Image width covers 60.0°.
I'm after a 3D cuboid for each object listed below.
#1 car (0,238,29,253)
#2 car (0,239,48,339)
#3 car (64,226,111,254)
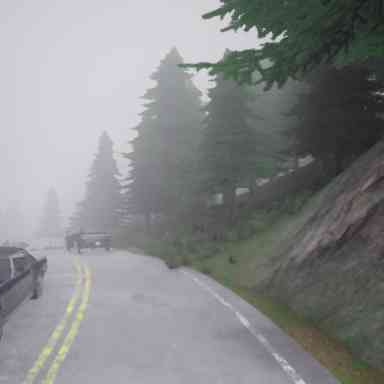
[{"bbox_3d":[-18.446,5.551,34.278,1.895,1.301,4.718,4,-11,-38],"label":"car"},{"bbox_3d":[-4.144,1.776,6.275,1.895,1.301,4.718,1,-2,-13],"label":"car"},{"bbox_3d":[-6.256,2.768,19.731,2.128,1.511,4.902,3,-7,-31],"label":"car"}]
